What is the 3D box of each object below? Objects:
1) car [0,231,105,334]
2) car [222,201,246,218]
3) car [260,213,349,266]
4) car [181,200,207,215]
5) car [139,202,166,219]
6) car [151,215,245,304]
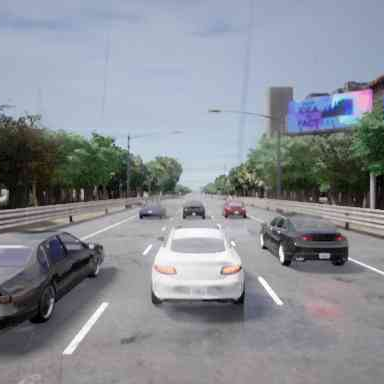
[{"bbox_3d":[-3.383,1.543,7.083,2.033,1.411,5.357,0,0,0],"label":"car"},{"bbox_3d":[3.672,1.508,29.458,1.812,1.442,4.674,0,0,0],"label":"car"},{"bbox_3d":[3.628,1.498,11.519,1.837,1.490,4.892,0,0,0],"label":"car"},{"bbox_3d":[0.171,1.488,28.581,1.837,1.490,4.892,0,0,0],"label":"car"},{"bbox_3d":[-3.331,1.547,28.630,1.994,1.385,4.181,0,0,0],"label":"car"},{"bbox_3d":[0.119,1.521,7.976,1.812,1.442,4.674,0,0,0],"label":"car"}]
